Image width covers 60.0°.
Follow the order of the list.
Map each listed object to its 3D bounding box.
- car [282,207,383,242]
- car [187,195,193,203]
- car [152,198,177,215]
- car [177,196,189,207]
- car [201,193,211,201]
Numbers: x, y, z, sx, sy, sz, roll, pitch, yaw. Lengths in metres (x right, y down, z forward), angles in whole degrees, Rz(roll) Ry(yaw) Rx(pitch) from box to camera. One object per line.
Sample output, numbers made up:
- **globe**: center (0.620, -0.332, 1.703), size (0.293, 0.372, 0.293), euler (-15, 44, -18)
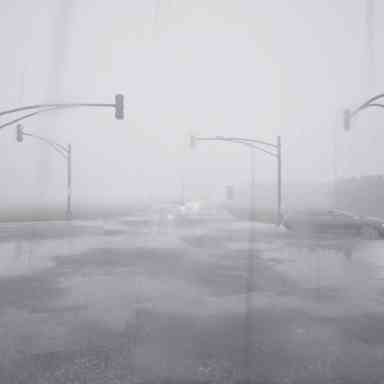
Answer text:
- **car**: center (6.917, 1.495, 16.219), size (4.902, 1.511, 2.128), euler (0, 0, 23)
- **car**: center (-0.887, 1.474, 69.270), size (2.128, 1.511, 4.902), euler (0, 0, 4)
- **car**: center (-2.904, 1.525, 34.690), size (1.812, 1.442, 4.674), euler (0, 0, 2)
- **car**: center (-2.069, 1.592, 52.413), size (1.895, 1.301, 4.718), euler (0, 0, 3)
- **car**: center (3.411, 1.191, 79.138), size (2.150, 2.045, 5.566), euler (0, 0, 5)
